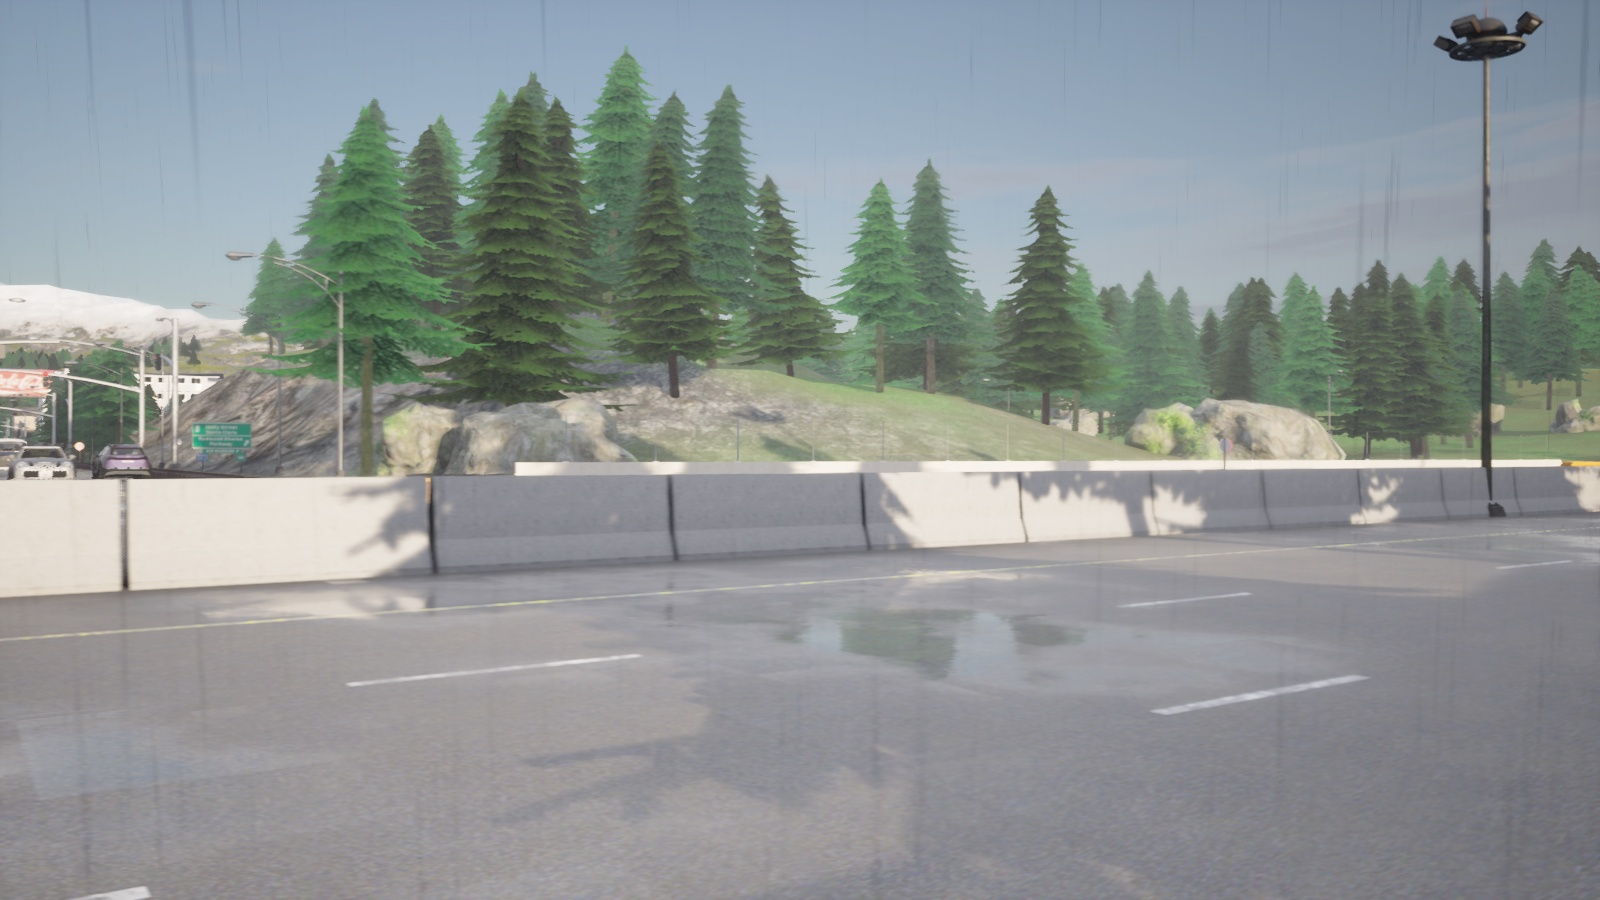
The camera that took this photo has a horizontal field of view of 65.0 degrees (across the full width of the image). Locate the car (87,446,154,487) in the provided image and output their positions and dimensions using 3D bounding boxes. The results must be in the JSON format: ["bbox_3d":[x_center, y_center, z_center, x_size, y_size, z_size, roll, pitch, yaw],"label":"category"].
[{"bbox_3d":[-29.089,0.672,53.695,2.033,1.649,4.856,0,0,-34],"label":"car"}]

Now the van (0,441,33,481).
[{"bbox_3d":[-41.377,0.572,65.498,2.069,2.038,4.480,-1,0,-34],"label":"van"}]

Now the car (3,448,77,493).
[{"bbox_3d":[-26.203,0.676,43.250,1.970,1.475,3.806,0,0,-34],"label":"car"}]
